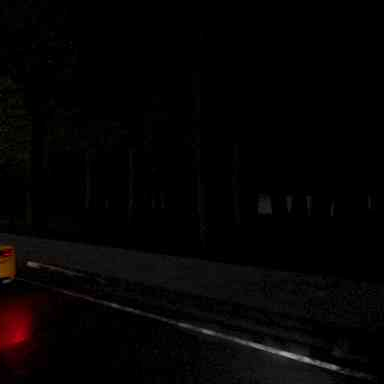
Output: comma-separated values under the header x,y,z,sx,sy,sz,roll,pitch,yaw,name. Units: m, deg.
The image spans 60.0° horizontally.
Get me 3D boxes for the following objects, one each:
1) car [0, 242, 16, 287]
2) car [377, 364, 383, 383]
x,y,z,sx,sy,sz,roll,pitch,yaw,name
-6.308,1.530,8.171,5.008,1.535,1.882,-1,0,35,car
3.400,1.494,1.256,4.892,1.490,1.837,0,0,36,car
